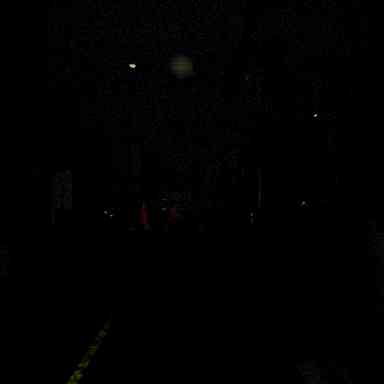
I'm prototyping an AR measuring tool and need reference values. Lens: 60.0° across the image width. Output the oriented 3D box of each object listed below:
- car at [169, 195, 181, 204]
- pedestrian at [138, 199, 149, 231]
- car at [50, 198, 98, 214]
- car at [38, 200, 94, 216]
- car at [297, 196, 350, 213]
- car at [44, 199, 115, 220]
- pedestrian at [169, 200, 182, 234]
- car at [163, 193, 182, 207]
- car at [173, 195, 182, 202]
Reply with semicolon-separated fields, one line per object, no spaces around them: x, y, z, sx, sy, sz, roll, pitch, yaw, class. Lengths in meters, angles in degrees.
-3.092;1.415;61.328;1.882;1.535;5.008;0;0;0;car
-2.729;1.285;18.911;0.375;1.860;0.375;1;-1;0;pedestrian
-12.781;1.511;36.309;4.553;1.767;2.097;0;-1;-1;car
-12.450;1.591;33.061;4.892;1.490;1.837;0;-1;-1;car
13.457;1.359;33.541;4.674;1.442;1.812;-1;-1;-1;car
-8.818;1.461;26.021;5.357;1.411;2.033;0;-1;9;car
-0.874;1.290;17.719;0.375;1.860;0.375;1;-1;0;pedestrian
-3.009;1.177;49.328;2.150;2.045;5.566;0;0;0;car
-3.146;1.396;73.996;1.882;1.535;5.008;0;0;-1;car
